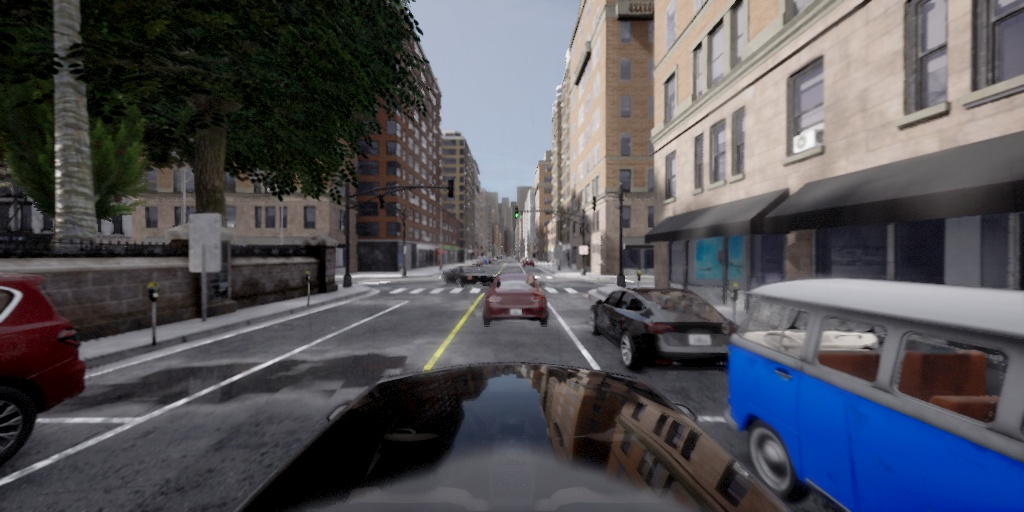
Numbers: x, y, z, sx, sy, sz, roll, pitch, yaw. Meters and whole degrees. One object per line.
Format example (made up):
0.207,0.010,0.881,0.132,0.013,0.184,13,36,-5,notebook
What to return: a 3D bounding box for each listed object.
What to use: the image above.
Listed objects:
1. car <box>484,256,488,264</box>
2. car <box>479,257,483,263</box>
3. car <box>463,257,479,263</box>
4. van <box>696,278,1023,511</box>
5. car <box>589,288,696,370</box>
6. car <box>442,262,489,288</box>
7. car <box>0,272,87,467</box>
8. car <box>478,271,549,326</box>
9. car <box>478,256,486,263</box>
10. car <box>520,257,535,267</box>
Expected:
-5.661,1.139,61.870,1.888,1.381,4.507,0,0,0,car
-5.662,1.168,50.968,2.007,1.370,4.403,0,0,0,car
-5.663,1.156,45.348,1.751,1.417,4.829,0,0,0,car
2.857,1.090,1.868,1.690,1.789,3.998,0,0,0,van
2.857,1.301,7.528,1.948,1.339,4.313,0,0,0,car
-3.035,1.293,23.358,1.895,1.301,4.718,0,0,-28,car
-5.668,1.064,1.829,2.192,1.841,5.009,0,0,0,car
0.104,1.251,11.425,1.812,1.442,4.674,0,0,0,car
-5.662,1.150,56.419,1.888,1.381,4.507,0,0,0,car
2.864,1.033,61.904,1.967,1.591,4.097,0,0,0,car
